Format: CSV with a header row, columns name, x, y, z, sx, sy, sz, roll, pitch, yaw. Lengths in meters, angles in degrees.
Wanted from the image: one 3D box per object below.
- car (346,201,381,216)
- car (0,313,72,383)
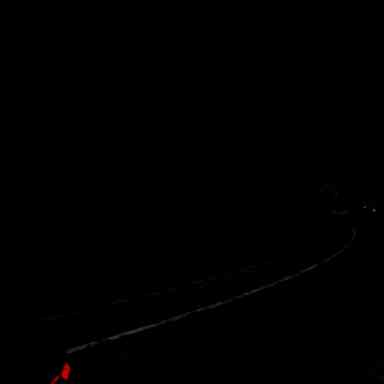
name,x,y,z,sx,sy,sz,roll,pitch,yaw
car,17.928,1.661,34.917,1.812,1.442,4.674,1,-1,2
car,-2.951,1.587,2.083,4.181,1.385,1.994,0,0,-36
